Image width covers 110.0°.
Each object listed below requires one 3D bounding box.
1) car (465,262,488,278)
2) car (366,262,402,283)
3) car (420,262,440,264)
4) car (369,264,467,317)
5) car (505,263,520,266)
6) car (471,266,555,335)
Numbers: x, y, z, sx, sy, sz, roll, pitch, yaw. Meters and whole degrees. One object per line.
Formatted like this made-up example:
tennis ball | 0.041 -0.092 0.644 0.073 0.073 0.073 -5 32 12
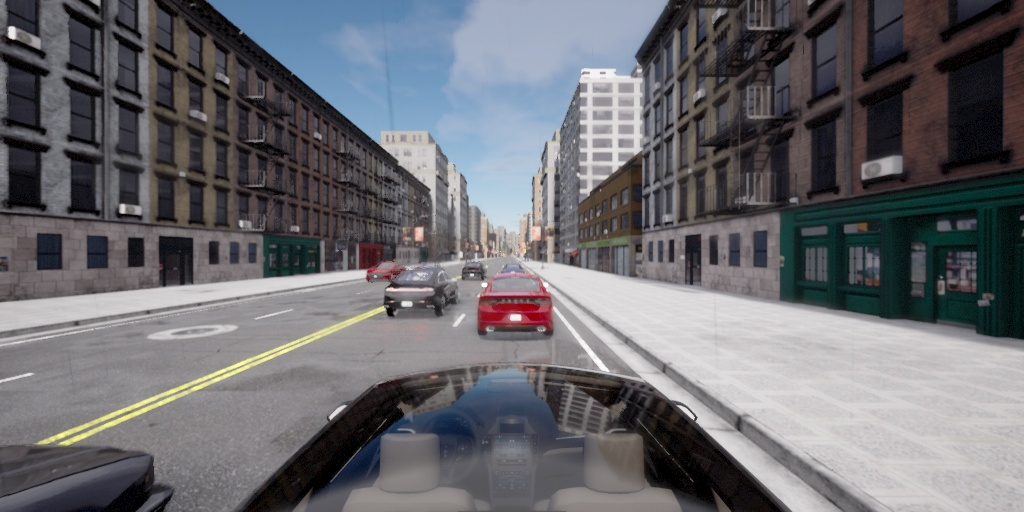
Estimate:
car | -3.167 1.243 30.610 1.837 1.490 4.892 0 0 0
car | -9.867 1.216 28.414 1.882 1.535 5.008 0 0 0
car | -6.618 1.230 28.499 2.128 1.511 4.902 0 0 0
car | -3.160 1.234 13.216 2.128 1.511 4.902 0 0 0
car | 0.082 1.302 30.814 1.994 1.385 4.181 0 0 0
car | 0.093 1.222 10.475 1.882 1.535 5.008 0 0 0
